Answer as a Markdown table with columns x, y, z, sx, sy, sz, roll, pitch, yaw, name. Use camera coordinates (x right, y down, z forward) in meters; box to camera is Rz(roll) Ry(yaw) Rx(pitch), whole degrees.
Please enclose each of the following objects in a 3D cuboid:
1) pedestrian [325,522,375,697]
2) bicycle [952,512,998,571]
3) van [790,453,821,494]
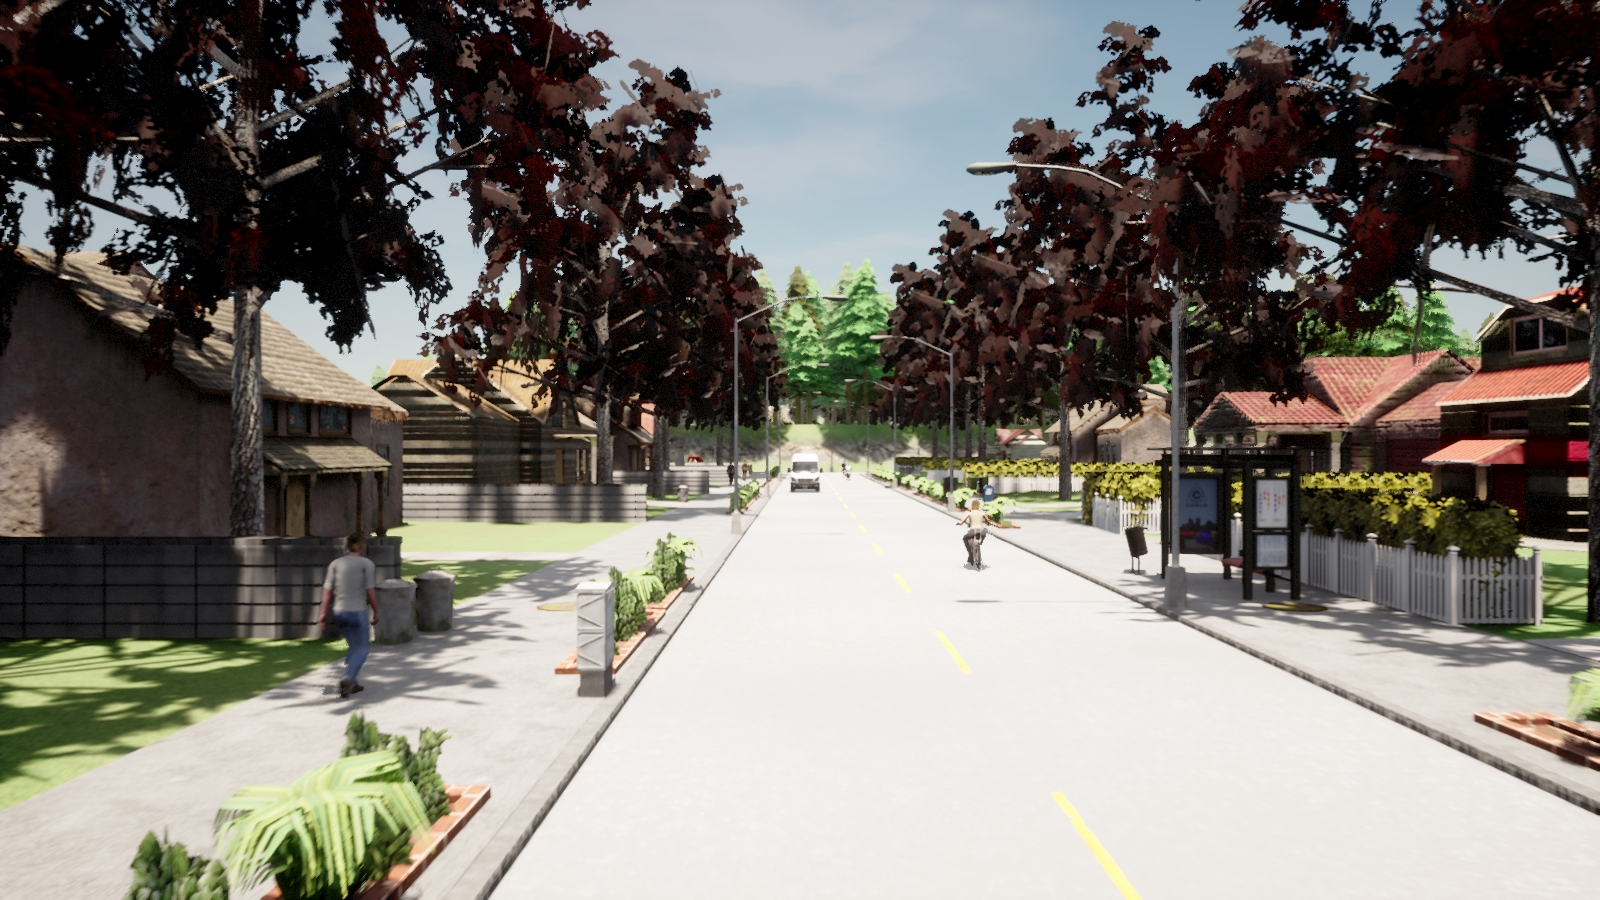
| x | y | z | sx | sy | sz | roll | pitch | yaw | name |
| --- | --- | --- | --- | --- | --- | --- | --- | --- | --- |
| -4.944 | 1.741 | 12.570 | 0.375 | 1.860 | 0.375 | 0 | 0 | 9 | pedestrian |
| 4.146 | 2.153 | 27.100 | 0.859 | 1.276 | 1.487 | 0 | 0 | 0 | bicycle |
| 0.348 | 1.522 | 76.258 | 1.988 | 2.561 | 5.915 | 0 | 0 | 0 | van |
